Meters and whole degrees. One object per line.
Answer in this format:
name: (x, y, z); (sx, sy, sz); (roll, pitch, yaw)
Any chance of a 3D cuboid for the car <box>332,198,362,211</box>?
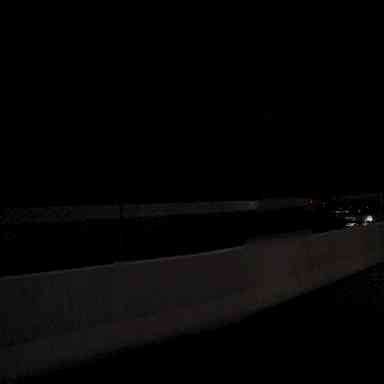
car: (19.107, 1.537, 40.921); (2.033, 1.411, 5.357); (0, 0, 41)
